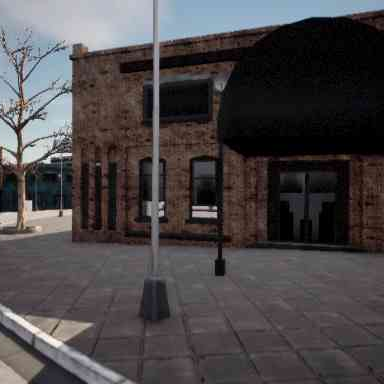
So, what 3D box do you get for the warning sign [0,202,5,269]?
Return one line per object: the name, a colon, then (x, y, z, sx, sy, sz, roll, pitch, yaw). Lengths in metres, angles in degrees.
warning sign: (-6.159, 1.210, 9.439, 1.300, 1.860, 1.060, 2, -1, -39)
